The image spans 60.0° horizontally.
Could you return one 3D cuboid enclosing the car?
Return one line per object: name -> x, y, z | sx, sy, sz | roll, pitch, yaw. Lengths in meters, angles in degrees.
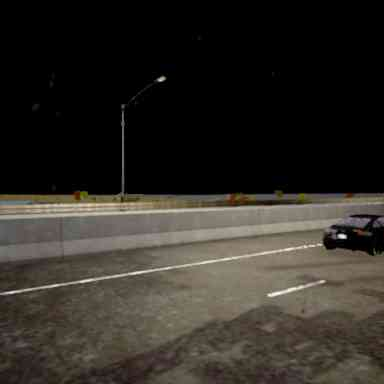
car -> 7.056, 1.570, 13.139 | 4.181, 1.385, 1.994 | 0, 0, -35
